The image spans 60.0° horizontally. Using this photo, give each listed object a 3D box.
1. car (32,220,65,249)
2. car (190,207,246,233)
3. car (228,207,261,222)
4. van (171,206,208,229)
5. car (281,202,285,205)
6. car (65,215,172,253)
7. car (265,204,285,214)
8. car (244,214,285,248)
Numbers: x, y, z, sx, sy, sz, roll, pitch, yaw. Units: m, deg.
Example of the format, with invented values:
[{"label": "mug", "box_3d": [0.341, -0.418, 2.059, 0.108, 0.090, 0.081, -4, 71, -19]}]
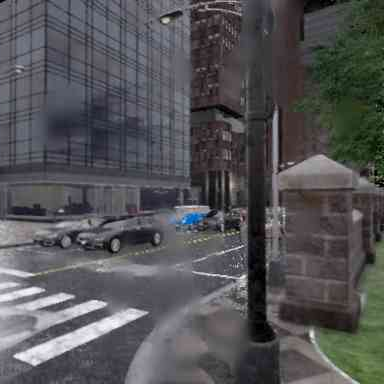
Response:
[{"label": "car", "box_3d": [-5.736, 1.952, 16.693, 2.008, 1.369, 4.403, -1, -2, 31]}, {"label": "car", "box_3d": [2.107, 2.096, 24.527, 1.837, 1.490, 4.892, -1, -2, 31]}, {"label": "car", "box_3d": [5.683, 2.375, 35.612, 1.887, 1.381, 4.507, -1, -2, 31]}, {"label": "van", "box_3d": [-0.027, 1.967, 26.157, 1.690, 1.788, 3.998, -1, -2, 31]}, {"label": "car", "box_3d": [14.247, 2.418, 49.806, 2.192, 1.841, 5.009, -1, -1, 31]}, {"label": "car", "box_3d": [-3.209, 1.887, 15.724, 1.837, 1.490, 4.892, -1, -2, 31]}, {"label": "car", "box_3d": [7.467, 2.289, 33.390, 1.837, 1.490, 4.892, -1, -1, 31]}, {"label": "car", "box_3d": [4.424, 2.005, 17.027, 1.802, 1.307, 4.206, -1, -2, 31]}]
